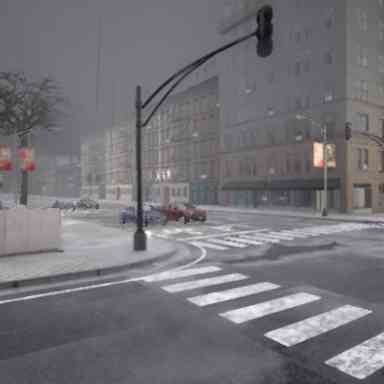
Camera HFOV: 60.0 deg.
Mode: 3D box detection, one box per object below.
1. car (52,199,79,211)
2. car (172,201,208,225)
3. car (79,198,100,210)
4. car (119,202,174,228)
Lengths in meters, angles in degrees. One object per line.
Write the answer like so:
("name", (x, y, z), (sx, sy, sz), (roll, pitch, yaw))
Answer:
("car", (-15.292, 1.554, 39.553), (1.812, 1.442, 4.674), (-1, 1, -35))
("car", (-0.849, 1.475, 24.644), (1.882, 1.535, 5.008), (-1, 1, -35))
("car", (-13.268, 1.493, 42.331), (1.837, 1.490, 4.892), (-1, 1, -35))
("car", (-3.429, 1.561, 22.701), (1.812, 1.442, 4.674), (-1, 0, -35))
